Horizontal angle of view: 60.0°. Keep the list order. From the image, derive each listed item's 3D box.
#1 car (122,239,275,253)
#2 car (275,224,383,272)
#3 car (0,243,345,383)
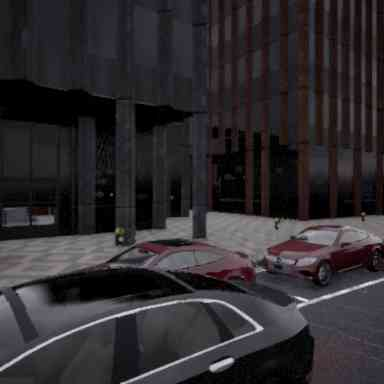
[{"bbox_3d":[-0.613,1.590,6.213,4.206,1.307,1.802,0,0,-35],"label":"car"},{"bbox_3d":[3.830,1.603,9.381,4.206,1.307,1.802,0,0,-35],"label":"car"},{"bbox_3d":[-1.029,1.506,2.635,4.892,1.490,1.837,0,0,-35],"label":"car"}]
